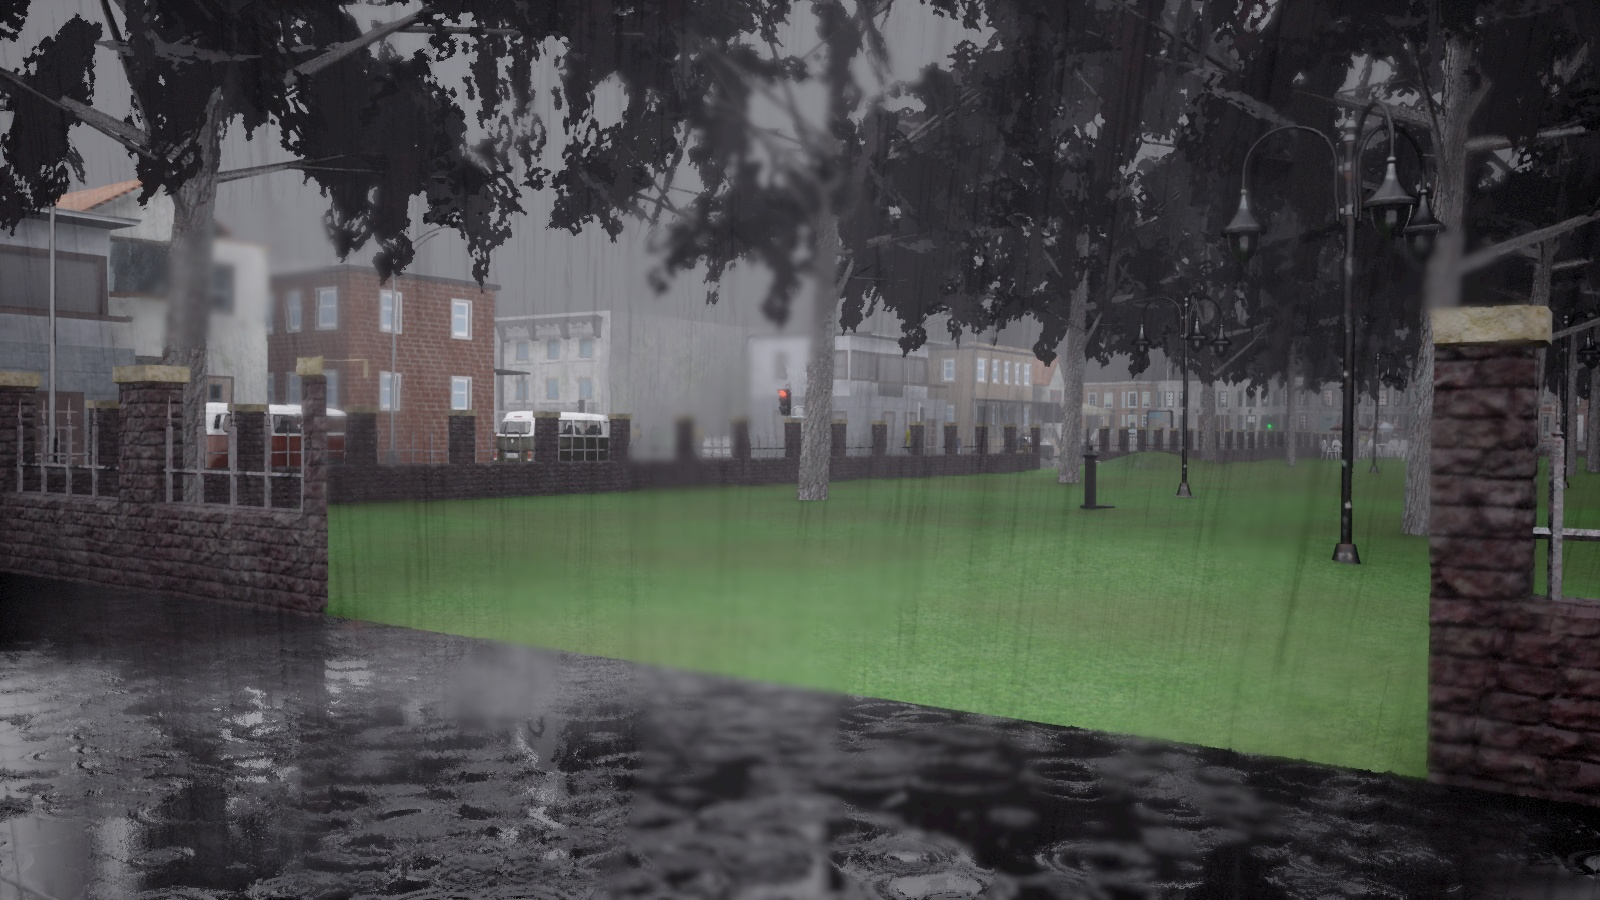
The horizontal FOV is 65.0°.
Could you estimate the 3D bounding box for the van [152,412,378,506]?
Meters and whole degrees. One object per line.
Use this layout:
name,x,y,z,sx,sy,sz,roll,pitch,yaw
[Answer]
van,-12.479,0.164,29.562,2.069,2.038,4.480,0,1,33

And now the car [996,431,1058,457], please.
car,13.397,-0.373,73.902,1.812,1.442,4.674,0,1,35

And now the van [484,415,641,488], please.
van,-7.002,0.007,37.457,2.069,2.038,4.480,0,1,33

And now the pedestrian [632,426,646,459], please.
pedestrian,-8.987,-0.432,69.919,0.726,1.835,0.370,0,1,43

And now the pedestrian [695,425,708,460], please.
pedestrian,-5.225,-0.420,66.560,0.431,1.840,0.709,-1,1,-27
